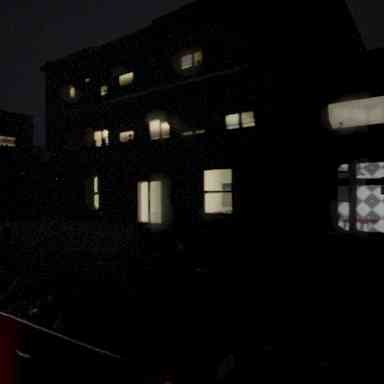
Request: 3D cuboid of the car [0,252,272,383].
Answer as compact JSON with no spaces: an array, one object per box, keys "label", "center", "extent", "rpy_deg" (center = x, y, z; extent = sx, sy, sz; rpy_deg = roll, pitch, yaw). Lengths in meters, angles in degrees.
[{"label":"car","center":[-1.309,1.434,3.820],"extent":[4.097,1.590,1.967],"rpy_deg":[0,-1,35]}]
